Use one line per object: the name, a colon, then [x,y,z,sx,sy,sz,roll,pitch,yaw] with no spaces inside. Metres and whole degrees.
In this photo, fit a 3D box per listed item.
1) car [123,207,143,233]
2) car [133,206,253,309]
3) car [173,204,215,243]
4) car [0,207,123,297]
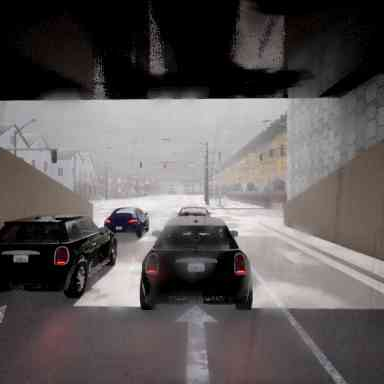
car: [-3.409,1.526,17.812,1.812,1.442,4.674,0,0,0]
car: [0.081,1.352,7.997,2.097,1.767,4.553,0,0,0]
car: [0.091,1.478,17.265,1.882,1.535,5.008,0,0,0]
car: [-3.413,1.352,8.760,2.097,1.767,4.553,0,0,0]
